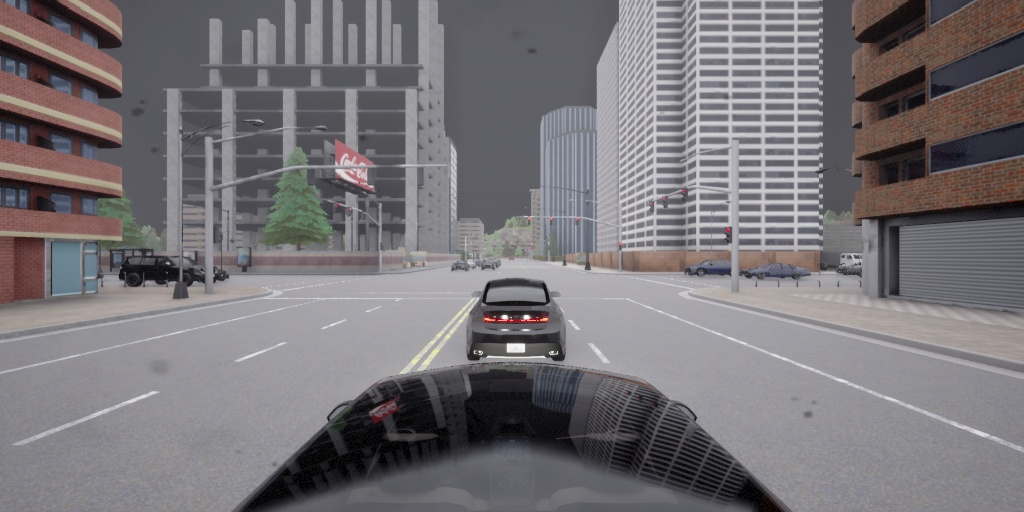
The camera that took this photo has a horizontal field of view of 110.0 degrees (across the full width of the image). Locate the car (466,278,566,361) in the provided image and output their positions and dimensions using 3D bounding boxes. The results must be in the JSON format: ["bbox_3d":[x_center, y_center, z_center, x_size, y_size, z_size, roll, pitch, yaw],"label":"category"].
[{"bbox_3d":[0.095,1.255,8.268,1.837,1.490,4.892,0,0,1],"label":"car"}]

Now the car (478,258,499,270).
[{"bbox_3d":[-3.339,1.255,51.530,1.837,1.490,4.892,0,0,0],"label":"car"}]

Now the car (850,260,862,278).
[{"bbox_3d":[32.724,1.314,31.217,4.181,1.385,1.994,0,0,0],"label":"car"}]

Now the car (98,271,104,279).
[{"bbox_3d":[-34.871,1.297,27.514,5.357,1.411,2.033,0,0,0],"label":"car"}]

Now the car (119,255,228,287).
[{"bbox_3d":[-22.808,0.972,24.015,5.566,2.045,2.150,0,0,0],"label":"car"}]

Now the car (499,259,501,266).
[{"bbox_3d":[-3.274,1.227,60.977,1.882,1.535,5.008,0,0,1],"label":"car"}]

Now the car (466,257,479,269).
[{"bbox_3d":[-6.807,1.276,56.725,1.812,1.442,4.674,0,0,0],"label":"car"}]

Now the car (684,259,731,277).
[{"bbox_3d":[19.222,1.102,34.728,4.553,1.767,2.097,0,0,0],"label":"car"}]

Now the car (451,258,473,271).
[{"bbox_3d":[-6.859,1.314,47.979,1.994,1.385,4.181,0,0,0],"label":"car"}]

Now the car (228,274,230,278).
[{"bbox_3d":[-24.285,1.314,27.515,4.181,1.385,1.994,0,0,0],"label":"car"}]

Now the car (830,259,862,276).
[{"bbox_3d":[34.347,1.254,34.709,4.892,1.490,1.837,0,0,0],"label":"car"}]

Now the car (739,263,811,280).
[{"bbox_3d":[22.812,1.297,31.229,5.357,1.411,2.033,0,0,0],"label":"car"}]
